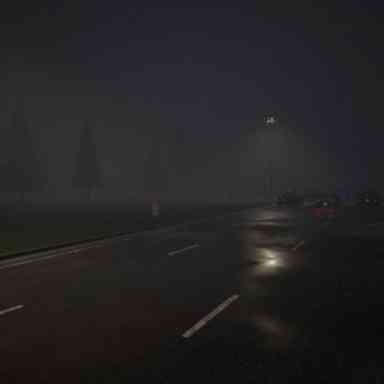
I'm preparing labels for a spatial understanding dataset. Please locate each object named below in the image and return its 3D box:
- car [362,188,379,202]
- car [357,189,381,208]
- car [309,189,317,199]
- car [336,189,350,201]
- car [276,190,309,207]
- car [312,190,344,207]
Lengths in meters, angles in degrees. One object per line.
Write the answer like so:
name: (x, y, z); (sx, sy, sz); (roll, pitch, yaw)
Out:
car: (22.653, 0.332, 42.145); (1.837, 1.490, 4.892); (-1, 1, 30)
car: (16.204, 0.702, 30.541); (2.033, 1.411, 5.357); (-1, 1, 30)
car: (16.148, 0.415, 44.869); (1.837, 1.490, 4.892); (-1, 1, 30)
car: (19.877, 0.323, 44.342); (1.882, 1.535, 5.008); (-1, 0, 30)
car: (10.016, 0.769, 33.817); (2.033, 1.411, 5.357); (-1, 1, 30)
car: (13.495, 0.770, 32.860); (1.895, 1.301, 4.718); (-1, 1, 30)
